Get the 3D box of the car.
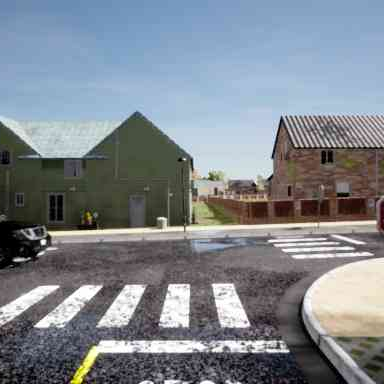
[{"bbox_3d":[-7.782,1.451,11.228,5.566,2.045,2.150,-2,0,0],"label":"car"}]
